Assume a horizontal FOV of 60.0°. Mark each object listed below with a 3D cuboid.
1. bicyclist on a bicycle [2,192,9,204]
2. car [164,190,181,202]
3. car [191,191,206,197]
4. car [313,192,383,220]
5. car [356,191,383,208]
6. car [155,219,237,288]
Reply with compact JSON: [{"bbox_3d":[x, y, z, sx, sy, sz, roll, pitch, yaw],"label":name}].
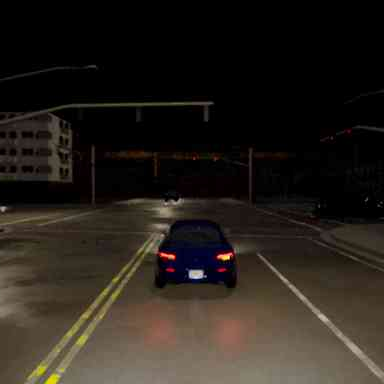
[{"bbox_3d":[-25.424,0.887,45.440,0.582,1.620,1.656,0,1,0],"label":"bicyclist on a bicycle"},{"bbox_3d":[-3.548,0.695,58.038,2.150,2.045,5.566,0,0,1],"label":"car"},{"bbox_3d":[1.753,0.484,87.742,2.097,1.767,4.553,0,1,35],"label":"car"},{"bbox_3d":[11.315,1.066,24.078,4.553,1.767,2.097,0,1,0],"label":"car"},{"bbox_3d":[21.526,0.821,38.060,4.553,1.767,2.097,-1,0,1],"label":"car"},{"bbox_3d":[0.087,1.444,8.894,1.812,1.442,4.674,0,0,0],"label":"car"}]
